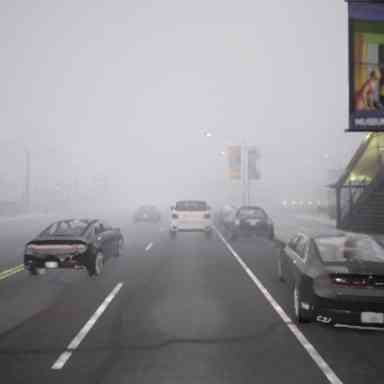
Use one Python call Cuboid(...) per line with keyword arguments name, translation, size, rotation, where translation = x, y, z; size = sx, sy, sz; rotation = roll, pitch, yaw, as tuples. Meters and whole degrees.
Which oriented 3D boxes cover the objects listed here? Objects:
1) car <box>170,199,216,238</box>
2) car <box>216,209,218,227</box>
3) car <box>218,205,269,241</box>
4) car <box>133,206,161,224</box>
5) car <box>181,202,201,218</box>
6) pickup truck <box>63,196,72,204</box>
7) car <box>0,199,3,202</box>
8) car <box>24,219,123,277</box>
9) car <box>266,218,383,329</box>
Cuboid(name="car", translation=(-0.068, 1.410, 18.984), size=(2.150, 2.045, 5.566), rotation=(0, -1, -1))
Cuboid(name="car", translation=(2.679, 1.722, 24.340), size=(2.097, 1.535, 5.008), rotation=(0, -1, -1))
Cuboid(name="car", translation=(2.884, 1.533, 17.919), size=(2.185, 1.767, 4.553), rotation=(0, -1, -1))
Cuboid(name="car", translation=(-3.654, 1.840, 27.517), size=(1.994, 1.385, 4.181), rotation=(0, -1, -1))
Cuboid(name="car", translation=(-0.034, 1.857, 35.317), size=(1.837, 1.490, 4.892), rotation=(0, -1, 3))
Cuboid(name="pickup truck", translation=(-29.441, 1.941, 84.483), size=(6.274, 2.098, 2.390), rotation=(0, -1, -1))
Cuboid(name="car", translation=(-41.230, 2.165, 73.430), size=(2.002, 1.452, 4.674), rotation=(0, -1, -1))
Cuboid(name="car", translation=(-3.488, 1.601, 10.630), size=(2.128, 1.511, 4.902), rotation=(0, 0, 0))
Cuboid(name="car", translation=(2.959, 1.552, 7.143), size=(2.231, 1.521, 4.892), rotation=(0, -1, 9))
